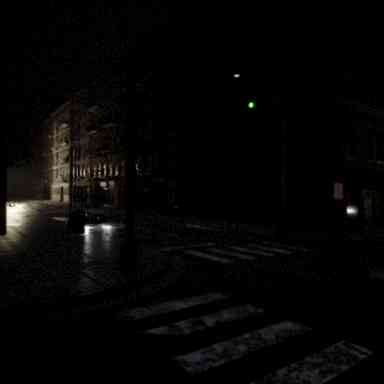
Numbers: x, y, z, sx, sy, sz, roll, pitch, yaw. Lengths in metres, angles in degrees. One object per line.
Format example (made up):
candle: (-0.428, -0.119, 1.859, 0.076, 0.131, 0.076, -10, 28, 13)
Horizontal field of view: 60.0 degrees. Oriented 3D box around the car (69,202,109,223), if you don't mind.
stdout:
car: (-7.805, 1.506, 24.828, 1.812, 1.442, 4.674, 1, 0, -36)
